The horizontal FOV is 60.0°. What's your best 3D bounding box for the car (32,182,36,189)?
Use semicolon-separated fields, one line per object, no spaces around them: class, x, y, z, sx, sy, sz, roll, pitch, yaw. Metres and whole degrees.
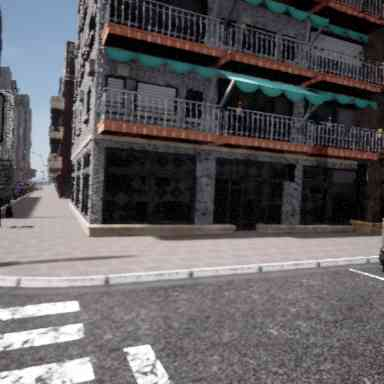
car;-36.000;-1.216;72.836;1.887;1.381;4.507;3;1;-23

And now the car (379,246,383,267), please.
car;7.341;1.619;9.356;4.313;1.339;1.947;2;2;-23

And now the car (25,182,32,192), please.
car;-29.600;-0.904;57.518;2.192;1.841;5.009;3;1;-23

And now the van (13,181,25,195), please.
van;-25.343;-0.516;47.309;1.690;1.788;3.998;3;1;-23

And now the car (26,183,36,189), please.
car;-40.260;-1.554;83.047;1.947;1.339;4.313;3;1;-23

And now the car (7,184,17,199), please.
car;-21.097;0.088;37.102;1.802;1.307;4.206;3;1;-23
